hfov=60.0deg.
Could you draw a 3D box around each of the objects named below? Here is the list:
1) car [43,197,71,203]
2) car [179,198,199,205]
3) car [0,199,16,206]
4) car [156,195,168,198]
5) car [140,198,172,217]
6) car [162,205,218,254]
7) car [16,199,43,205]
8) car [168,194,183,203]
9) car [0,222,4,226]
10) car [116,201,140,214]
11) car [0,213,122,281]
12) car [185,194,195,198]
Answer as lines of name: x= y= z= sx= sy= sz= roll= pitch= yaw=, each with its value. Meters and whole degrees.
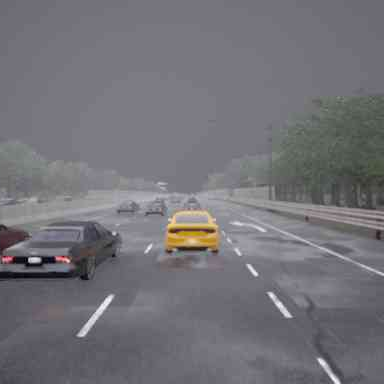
car: x=-17.549 y=1.499 z=44.414 sx=2.097 sy=1.767 sz=4.553 roll=0 pitch=0 yaw=0
car: x=0.009 y=1.660 z=33.133 sx=2.033 sy=1.411 sz=5.357 roll=0 pitch=0 yaw=0
car: x=-24.542 y=1.694 z=44.018 sx=2.033 sy=1.411 sz=5.357 roll=0 pitch=0 yaw=1
car: x=-6.978 y=1.716 z=72.831 sx=2.128 sy=1.511 sz=4.902 roll=0 pitch=0 yaw=0
car: x=-3.491 y=1.660 z=33.134 sx=2.033 sy=1.411 sz=5.357 roll=0 pitch=0 yaw=0
car: x=0.004 y=1.515 z=13.662 sx=1.882 sy=1.535 sz=5.008 roll=0 pitch=0 yaw=0
car: x=-21.045 y=1.673 z=44.443 sx=1.812 sy=1.442 sz=4.674 roll=0 pitch=0 yaw=0
car: x=-3.478 y=1.743 z=72.872 sx=1.994 sy=1.385 sz=4.181 roll=0 pitch=0 yaw=0
car: x=-6.998 y=1.554 z=10.651 sx=1.812 sy=1.442 sz=4.674 roll=0 pitch=0 yaw=0
car: x=-6.989 y=1.672 z=36.883 sx=2.033 sy=1.411 sz=5.357 roll=0 pitch=0 yaw=0
car: x=-3.497 y=1.573 z=9.897 sx=2.033 sy=1.411 sz=5.357 roll=0 pitch=0 yaw=0
car: x=0.022 y=1.690 z=72.881 sx=1.837 sy=1.490 sz=4.892 roll=0 pitch=0 yaw=0
